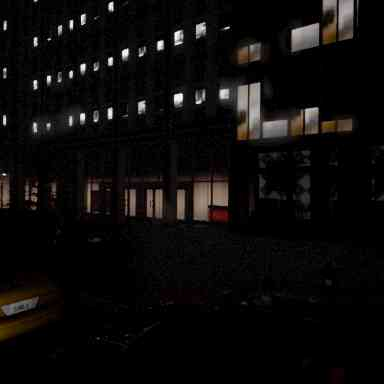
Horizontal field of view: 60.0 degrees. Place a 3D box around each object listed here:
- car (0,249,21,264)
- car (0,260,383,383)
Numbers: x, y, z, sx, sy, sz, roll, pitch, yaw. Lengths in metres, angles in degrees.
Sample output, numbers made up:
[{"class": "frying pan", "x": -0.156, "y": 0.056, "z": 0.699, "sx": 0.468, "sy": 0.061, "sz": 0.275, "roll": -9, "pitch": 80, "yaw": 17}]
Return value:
[{"class": "car", "x": -4.202, "y": 1.524, "z": 5.880, "sx": 4.829, "sy": 1.417, "sz": 1.752, "roll": 0, "pitch": 1, "yaw": 36}, {"class": "car", "x": 0.555, "y": 1.440, "z": 2.470, "sx": 4.097, "sy": 1.590, "sz": 1.967, "roll": 0, "pitch": 1, "yaw": 36}]
